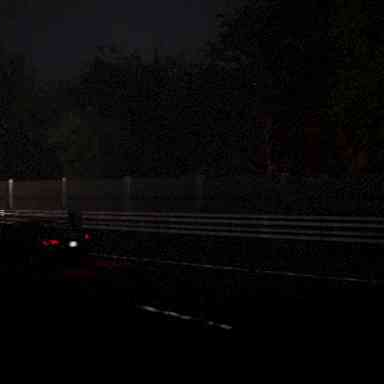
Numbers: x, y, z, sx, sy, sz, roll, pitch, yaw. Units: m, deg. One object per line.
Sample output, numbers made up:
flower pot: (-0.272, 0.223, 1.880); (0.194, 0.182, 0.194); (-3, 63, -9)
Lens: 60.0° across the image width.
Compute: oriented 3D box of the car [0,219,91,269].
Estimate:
car: (-5.525, 1.642, 11.408); (4.181, 1.385, 1.994); (-1, 0, 27)
